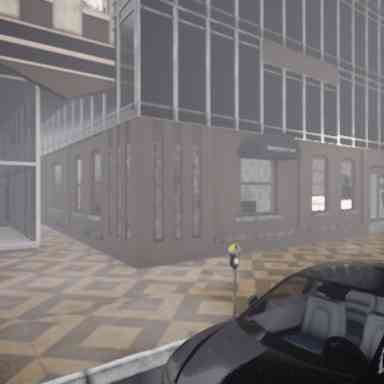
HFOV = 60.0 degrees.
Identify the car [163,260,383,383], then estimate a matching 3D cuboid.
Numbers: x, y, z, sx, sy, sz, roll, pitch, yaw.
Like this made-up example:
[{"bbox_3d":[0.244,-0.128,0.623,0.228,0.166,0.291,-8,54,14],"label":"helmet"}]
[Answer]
[{"bbox_3d":[1.752,1.557,3.663,4.313,1.339,1.947,0,0,-35],"label":"car"}]
